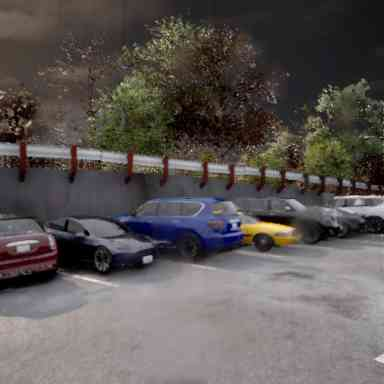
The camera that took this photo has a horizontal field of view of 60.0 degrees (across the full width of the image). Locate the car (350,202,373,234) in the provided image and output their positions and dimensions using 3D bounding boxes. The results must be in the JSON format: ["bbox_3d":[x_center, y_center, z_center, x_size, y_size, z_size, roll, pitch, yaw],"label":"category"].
[{"bbox_3d":[6.617,1.484,17.714,4.892,1.521,2.231,-1,-1,35],"label":"car"}]

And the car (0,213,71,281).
[{"bbox_3d":[-5.666,1.361,8.939,4.553,1.767,2.185,-1,-1,34],"label":"car"}]

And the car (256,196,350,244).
[{"bbox_3d":[4.177,1.233,15.956,5.566,2.045,2.435,-1,-1,35],"label":"car"}]

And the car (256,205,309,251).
[{"bbox_3d":[1.849,1.480,14.118,5.366,1.575,1.946,-1,-1,34],"label":"car"}]

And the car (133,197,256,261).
[{"bbox_3d":[-0.794,1.235,12.484,5.566,2.045,2.435,-1,0,34],"label":"car"}]

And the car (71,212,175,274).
[{"bbox_3d":[-3.202,1.516,10.692,4.792,1.488,2.163,-1,-1,35],"label":"car"}]

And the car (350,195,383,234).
[{"bbox_3d":[9.050,1.232,19.506,5.566,2.045,2.435,-1,-1,34],"label":"car"}]
